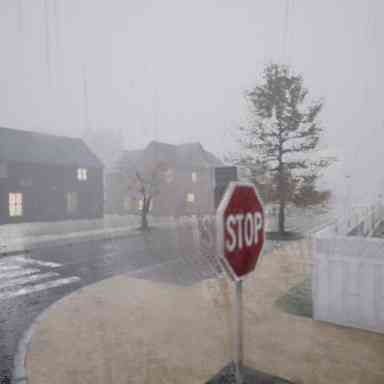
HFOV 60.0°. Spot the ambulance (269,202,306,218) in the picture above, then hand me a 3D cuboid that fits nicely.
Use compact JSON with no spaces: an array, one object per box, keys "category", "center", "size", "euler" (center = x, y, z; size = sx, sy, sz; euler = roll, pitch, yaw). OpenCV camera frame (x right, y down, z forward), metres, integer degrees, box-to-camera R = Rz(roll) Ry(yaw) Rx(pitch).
[{"category":"ambulance","center":[10.038,1.343,34.853],"size":[2.351,2.431,6.366],"euler":[-1,-1,34]}]
